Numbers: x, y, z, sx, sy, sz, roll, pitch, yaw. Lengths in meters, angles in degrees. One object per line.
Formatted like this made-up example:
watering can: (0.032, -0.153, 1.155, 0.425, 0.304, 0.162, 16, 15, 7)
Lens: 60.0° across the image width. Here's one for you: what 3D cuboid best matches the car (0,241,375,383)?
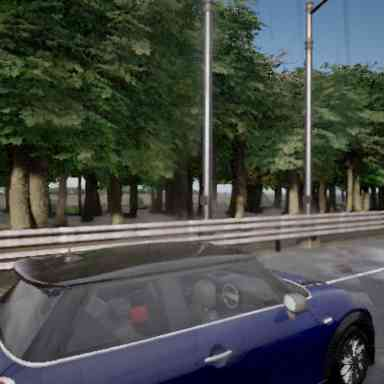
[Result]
car: (0.073, 1.365, 3.748, 4.553, 1.767, 2.097, 0, 0, -35)
